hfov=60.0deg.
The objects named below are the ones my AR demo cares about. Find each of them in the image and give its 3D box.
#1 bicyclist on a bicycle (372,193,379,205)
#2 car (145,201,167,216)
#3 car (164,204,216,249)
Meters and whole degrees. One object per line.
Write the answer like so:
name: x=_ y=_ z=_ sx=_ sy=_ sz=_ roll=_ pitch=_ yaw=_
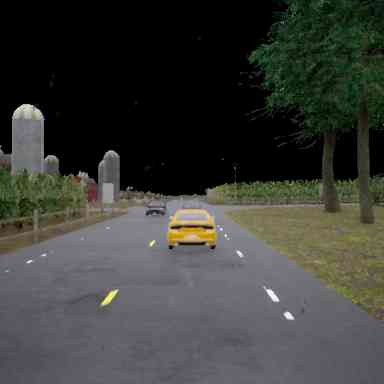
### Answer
bicyclist on a bicycle: x=24.269 y=0.944 z=43.980 sx=0.582 sy=1.620 sz=1.656 roll=-1 pitch=0 yaw=0
car: x=-3.500 y=1.646 z=33.655 sx=2.033 sy=1.411 sz=5.357 roll=0 pitch=0 yaw=0
car: x=0.000 y=1.496 z=14.652 sx=1.882 sy=1.535 sz=5.008 roll=0 pitch=0 yaw=0
